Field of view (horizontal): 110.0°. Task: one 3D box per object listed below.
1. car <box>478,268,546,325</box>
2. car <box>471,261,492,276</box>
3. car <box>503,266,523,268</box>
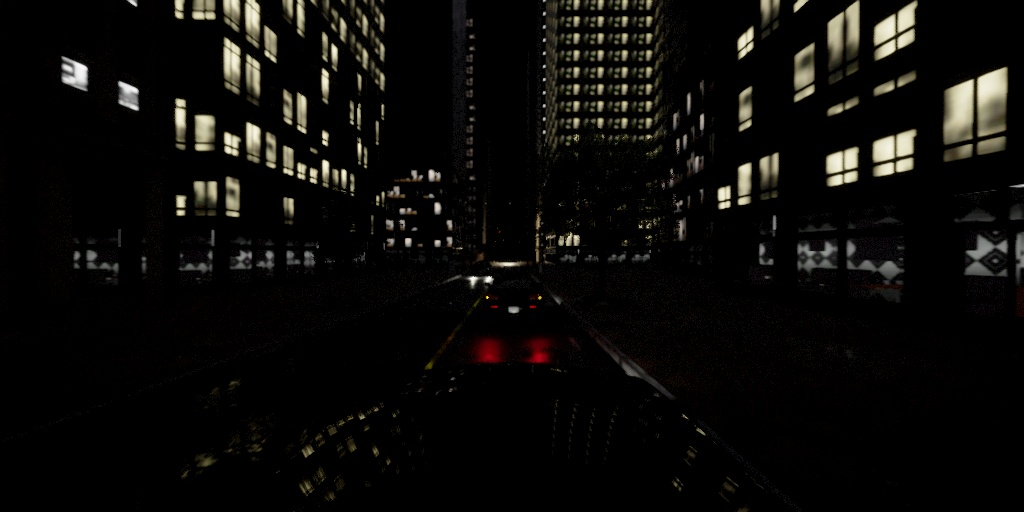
[{"bbox_3d":[0.059,1.282,11.793,1.812,1.442,4.674,0,-1,0],"label":"car"},{"bbox_3d":[-3.095,1.257,37.528,1.882,1.535,5.008,0,0,0],"label":"car"},{"bbox_3d":[0.051,1.367,26.375,1.895,1.301,4.718,0,0,0],"label":"car"}]
